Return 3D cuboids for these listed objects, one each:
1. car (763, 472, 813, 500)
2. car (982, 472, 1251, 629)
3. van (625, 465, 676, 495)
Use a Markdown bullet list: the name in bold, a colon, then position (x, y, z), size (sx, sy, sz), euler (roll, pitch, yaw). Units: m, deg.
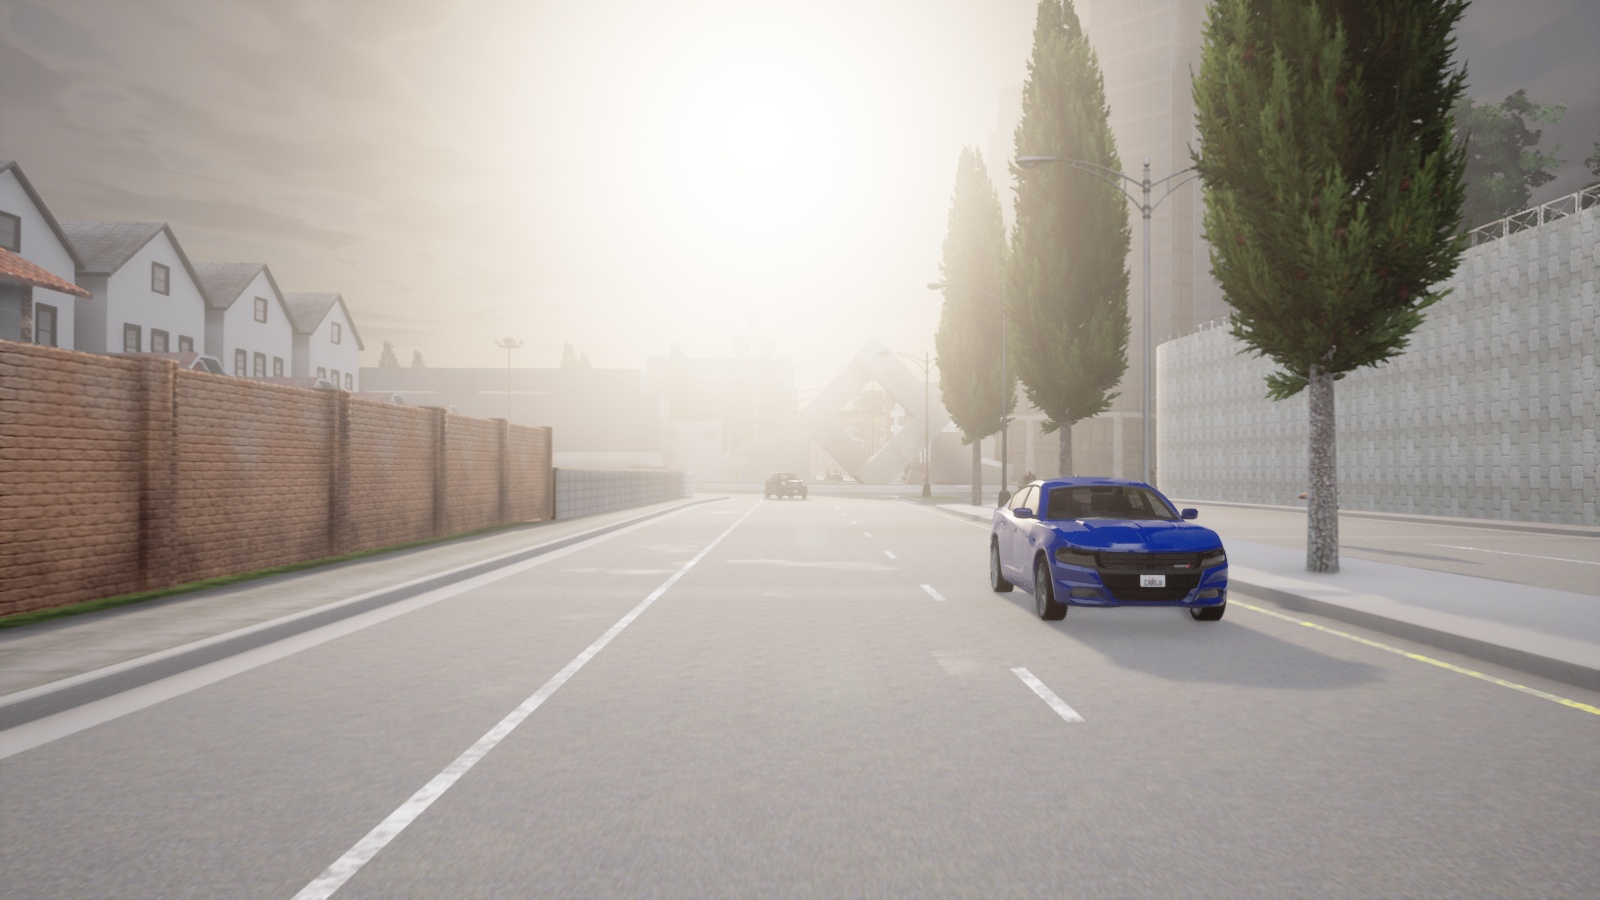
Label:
- **car**: position (-0.719, 2.010, 70.412), size (1.845, 1.501, 3.633), euler (0, -1, -17)
- **car**: position (3.464, 1.026, 14.807), size (1.882, 1.535, 5.008), euler (0, -1, 0)
- **van**: position (-10.430, 2.071, 87.331), size (1.775, 1.987, 4.442), euler (0, -1, -32)
